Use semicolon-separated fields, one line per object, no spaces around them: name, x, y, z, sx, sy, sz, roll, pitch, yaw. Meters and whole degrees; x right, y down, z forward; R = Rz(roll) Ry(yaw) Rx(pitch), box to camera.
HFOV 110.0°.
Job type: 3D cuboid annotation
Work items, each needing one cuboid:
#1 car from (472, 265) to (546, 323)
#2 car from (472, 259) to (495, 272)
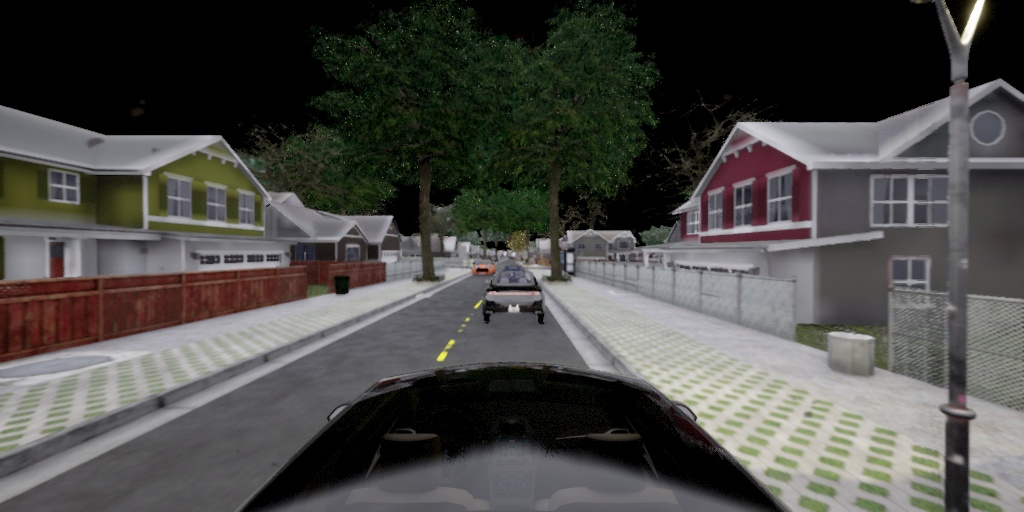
car;0.063;1.223;12.070;2.128;1.511;4.902;0;0;0
car;-2.845;1.089;36.576;2.097;1.767;4.553;0;0;0
